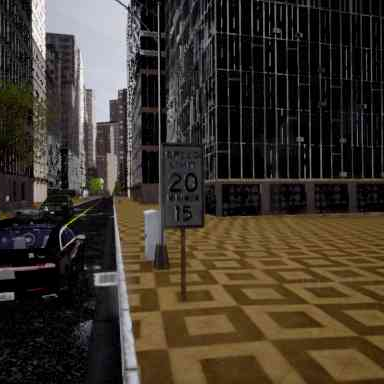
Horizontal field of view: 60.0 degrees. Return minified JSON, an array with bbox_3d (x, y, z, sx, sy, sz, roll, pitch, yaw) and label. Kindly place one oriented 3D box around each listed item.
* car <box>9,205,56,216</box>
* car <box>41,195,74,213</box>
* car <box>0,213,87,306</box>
[{"bbox_3d":[-9.044,1.636,18.226,1.895,1.301,4.718,-1,0,-13],"label":"car"},{"bbox_3d":[-11.488,1.267,28.524,2.150,2.045,5.566,-1,0,-13],"label":"car"},{"bbox_3d":[-3.630,1.496,7.794,2.128,1.511,4.902,-1,0,-13],"label":"car"}]
